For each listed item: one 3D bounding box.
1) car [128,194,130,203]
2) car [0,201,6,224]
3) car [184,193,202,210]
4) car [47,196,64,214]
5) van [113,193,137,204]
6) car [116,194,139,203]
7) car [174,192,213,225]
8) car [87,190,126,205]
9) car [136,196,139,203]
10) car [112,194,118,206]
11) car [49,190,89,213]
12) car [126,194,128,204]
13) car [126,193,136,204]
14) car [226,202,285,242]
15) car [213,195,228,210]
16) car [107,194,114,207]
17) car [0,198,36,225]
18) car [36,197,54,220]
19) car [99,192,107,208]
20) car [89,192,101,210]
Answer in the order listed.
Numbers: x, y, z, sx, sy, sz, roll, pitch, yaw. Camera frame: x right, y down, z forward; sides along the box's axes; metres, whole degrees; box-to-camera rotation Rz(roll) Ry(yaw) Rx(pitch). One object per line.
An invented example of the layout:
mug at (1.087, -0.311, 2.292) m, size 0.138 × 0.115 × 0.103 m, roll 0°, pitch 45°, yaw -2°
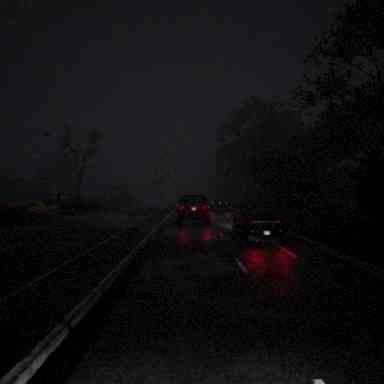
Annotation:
car at (-13.772, 1.509, 58.158) m, size 4.674 × 1.452 × 2.002 m, roll -1°, pitch 0°, yaw -20°
car at (-13.790, 1.476, 19.158) m, size 4.792 × 1.488 × 2.163 m, roll -1°, pitch 0°, yaw -20°
car at (0.102, 1.149, 42.937) m, size 2.150 × 2.045 × 5.566 m, roll 0°, pitch 0°, yaw 0°
car at (-13.983, 1.419, 28.080) m, size 5.366 × 1.575 × 1.946 m, roll -1°, pitch 0°, yaw -20°
van at (-13.605, 1.276, 67.227) m, size 4.442 × 1.987 × 1.878 m, roll -1°, pitch -1°, yaw -19°
car at (-13.630, 1.389, 70.205) m, size 4.553 × 1.767 × 2.185 m, roll -1°, pitch 0°, yaw -19°
car at (0.100, 1.158, 23.863) m, size 2.150 × 2.045 × 5.566 m, roll 0°, pitch 0°, yaw 0°
car at (-13.821, 1.196, 52.141) m, size 5.566 × 2.045 × 2.435 m, roll -1°, pitch 0°, yaw -20°
car at (-13.720, 1.240, 64.191) m, size 5.566 × 2.045 × 2.435 m, roll -1°, pitch -1°, yaw -20°
car at (-13.821, 1.466, 49.137) m, size 4.792 × 1.488 × 2.163 m, roll -1°, pitch 0°, yaw -20°
car at (-13.833, 1.161, 34.130) m, size 5.566 × 2.045 × 2.435 m, roll -1°, pitch 0°, yaw -20°
car at (-13.961, 1.457, 55.091) m, size 5.366 × 1.575 × 1.946 m, roll -1°, pitch 0°, yaw -20°
car at (-13.793, 1.229, 61.155) m, size 5.566 × 2.045 × 2.435 m, roll -1°, pitch 0°, yaw -20°
car at (3.101, 1.458, 16.154) m, size 2.128 × 1.511 × 4.902 m, roll 0°, pitch 0°, yaw 0°
car at (3.101, 1.273, 38.957) m, size 2.097 × 1.767 × 4.553 m, roll 0°, pitch 0°, yaw 0°
car at (-13.805, 1.429, 46.153) m, size 4.892 × 1.521 × 2.231 m, roll -1°, pitch 0°, yaw -20°
car at (-13.793, 1.184, 22.160) m, size 5.566 × 2.045 × 2.435 m, roll -1°, pitch 0°, yaw -20°
car at (-13.638, 1.420, 25.213) m, size 5.366 × 1.575 × 1.946 m, roll -1°, pitch 0°, yaw -20°
car at (-13.833, 1.295, 43.143) m, size 4.553 × 1.767 × 2.185 m, roll -1°, pitch 0°, yaw -20°
car at (-13.772, 1.289, 40.157) m, size 4.553 × 1.767 × 2.185 m, roll -1°, pitch 0°, yaw -20°
